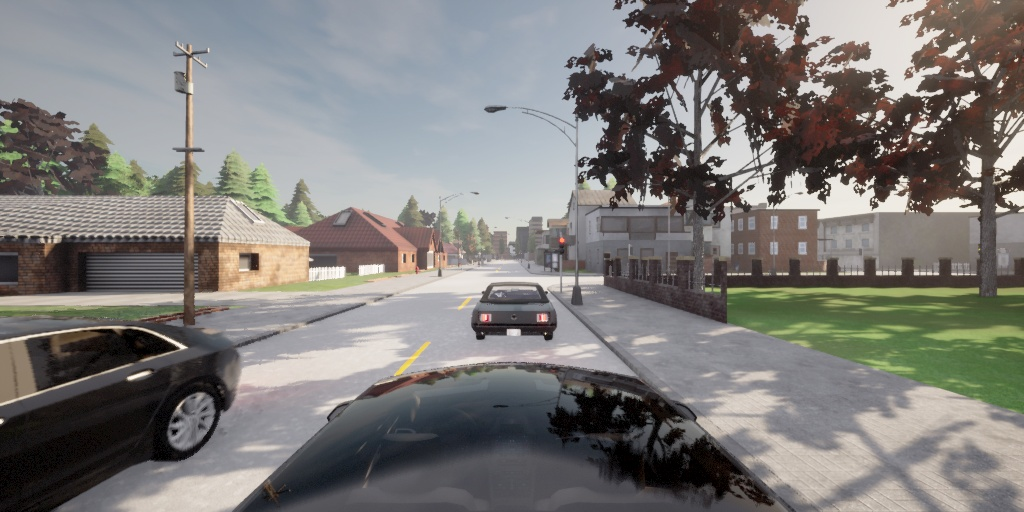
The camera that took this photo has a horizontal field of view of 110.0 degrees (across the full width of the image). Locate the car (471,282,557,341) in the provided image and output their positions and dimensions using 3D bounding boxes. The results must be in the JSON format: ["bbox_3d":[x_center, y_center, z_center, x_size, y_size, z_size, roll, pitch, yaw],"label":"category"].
[{"bbox_3d":[0.078,1.351,9.906,1.895,1.301,4.718,0,0,1],"label":"car"}]

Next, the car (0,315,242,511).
[{"bbox_3d":[-4.093,1.256,2.201,1.837,1.490,4.892,0,0,0],"label":"car"}]
